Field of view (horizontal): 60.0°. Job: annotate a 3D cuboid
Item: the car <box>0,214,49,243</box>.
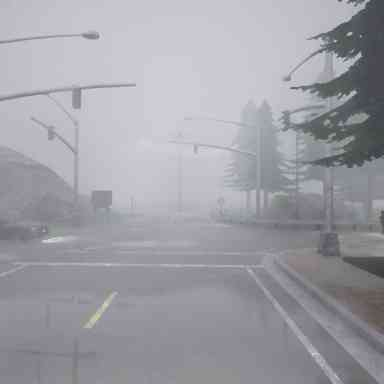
[{"bbox_3d":[-9.888,1.875,17.667,4.181,1.385,1.994,0,-1,-1],"label":"car"}]
